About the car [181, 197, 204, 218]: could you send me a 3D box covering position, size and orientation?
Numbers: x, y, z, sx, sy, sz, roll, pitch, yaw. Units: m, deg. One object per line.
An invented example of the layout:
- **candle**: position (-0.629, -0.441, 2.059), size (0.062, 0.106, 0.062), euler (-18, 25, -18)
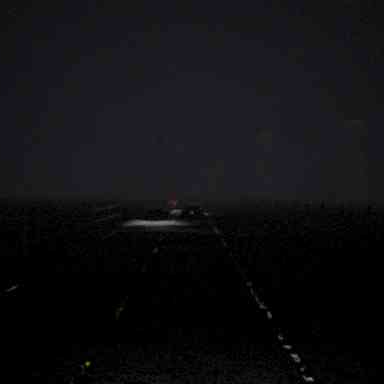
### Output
- **car**: position (0.021, 1.408, 28.415), size (1.812, 1.442, 4.674), euler (0, 0, 1)

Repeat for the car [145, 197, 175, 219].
- **car**: position (-2.773, 1.362, 27.957), size (1.882, 1.535, 5.008), euler (0, 0, 0)

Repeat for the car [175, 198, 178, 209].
- **car**: position (-2.777, 1.308, 41.460), size (1.882, 1.535, 5.008), euler (0, 0, 0)
